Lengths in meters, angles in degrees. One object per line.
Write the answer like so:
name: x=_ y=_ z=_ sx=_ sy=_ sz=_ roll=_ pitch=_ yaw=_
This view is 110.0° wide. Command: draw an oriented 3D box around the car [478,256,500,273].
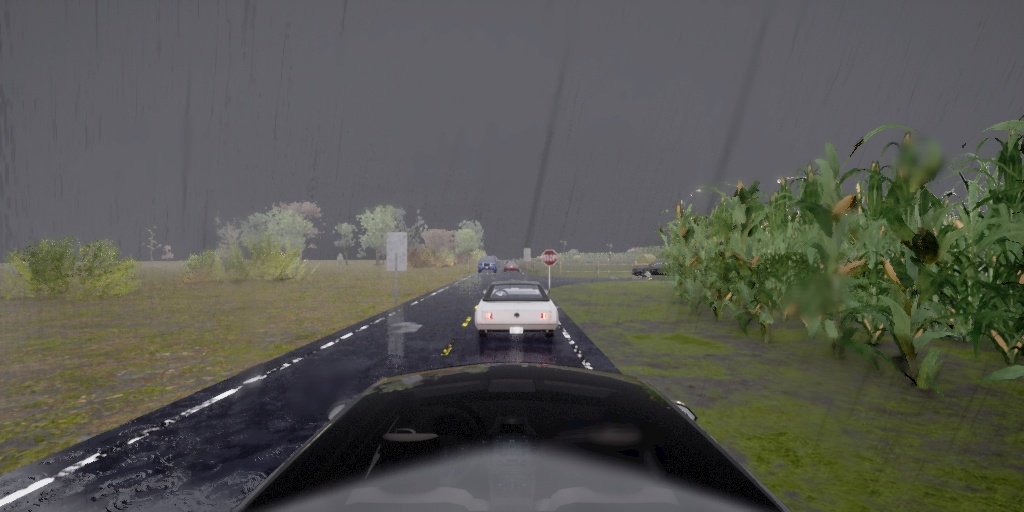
car: x=-2.965 y=0.998 z=44.270 sx=2.150 sy=2.045 sz=5.566 roll=0 pitch=0 yaw=-1

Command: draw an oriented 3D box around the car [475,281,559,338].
car: x=0.102 y=1.353 z=10.145 sx=1.895 sy=1.301 sz=4.718 roll=0 pitch=0 yaw=0

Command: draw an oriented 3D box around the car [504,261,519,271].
car: x=-0.082 y=1.347 z=48.950 sx=1.994 sy=1.385 sz=4.181 roll=0 pitch=0 yaw=-1

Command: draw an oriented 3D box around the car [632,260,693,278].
car: x=12.984 y=1.124 z=31.134 sx=5.008 sy=1.535 sz=1.882 roll=0 pitch=-1 yaw=-1
